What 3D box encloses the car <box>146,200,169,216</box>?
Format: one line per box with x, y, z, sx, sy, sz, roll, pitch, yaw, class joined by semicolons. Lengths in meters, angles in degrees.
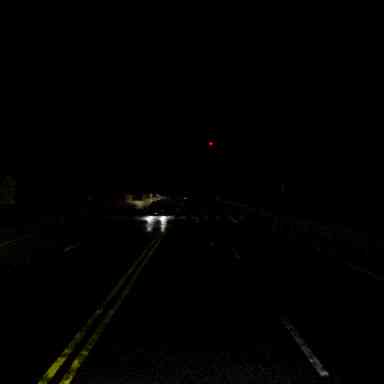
-3.252;1.532;32.384;2.033;1.411;5.357;0;0;0;car
